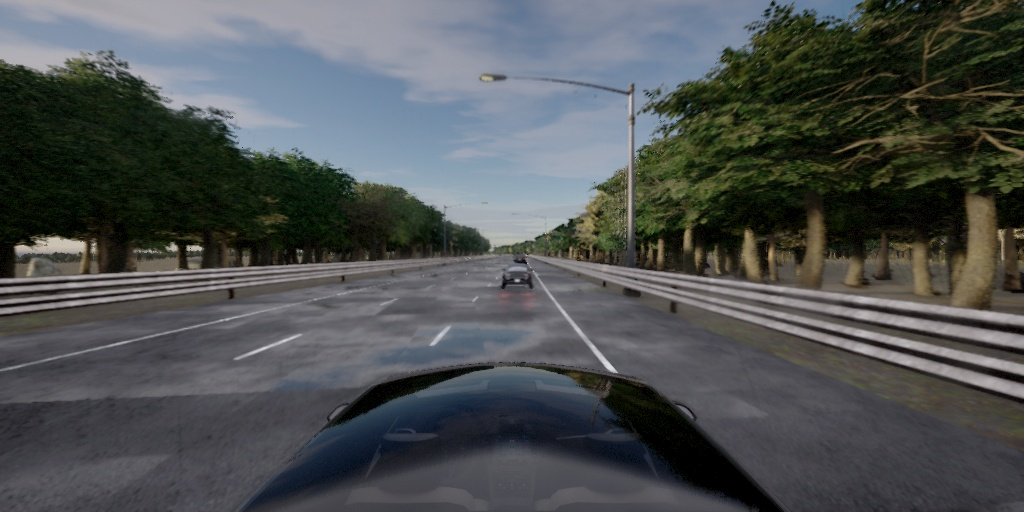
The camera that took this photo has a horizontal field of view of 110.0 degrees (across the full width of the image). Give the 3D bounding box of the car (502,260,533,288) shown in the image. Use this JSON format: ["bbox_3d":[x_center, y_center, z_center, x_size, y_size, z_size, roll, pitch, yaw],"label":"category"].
[{"bbox_3d":[0.349,1.185,22.467,1.812,1.442,4.674,0,0,1],"label":"car"}]

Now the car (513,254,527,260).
[{"bbox_3d":[1.302,0.668,60.258,2.150,2.045,5.566,0,0,1],"label":"car"}]
